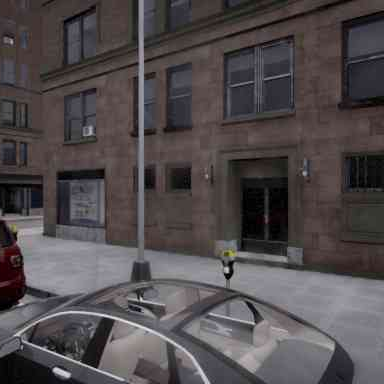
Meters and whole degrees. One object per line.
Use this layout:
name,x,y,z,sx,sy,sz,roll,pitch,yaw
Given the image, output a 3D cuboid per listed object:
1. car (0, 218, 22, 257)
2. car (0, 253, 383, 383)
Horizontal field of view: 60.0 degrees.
car,-5.209,1.315,6.352,5.009,1.841,2.192,0,0,34
car,-0.515,1.551,3.150,4.403,1.369,2.008,0,0,34
